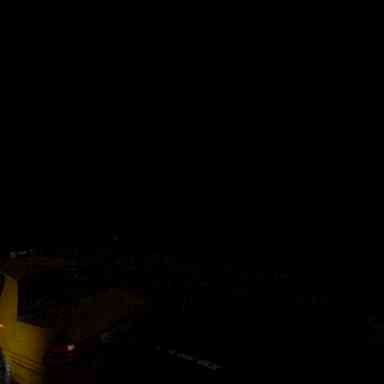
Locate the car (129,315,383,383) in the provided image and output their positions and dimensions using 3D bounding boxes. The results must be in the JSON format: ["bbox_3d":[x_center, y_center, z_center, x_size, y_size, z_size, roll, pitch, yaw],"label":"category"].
[{"bbox_3d":[1.990,1.551,1.672,4.403,1.369,2.008,0,1,35],"label":"car"}]

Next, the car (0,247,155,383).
[{"bbox_3d":[-2.697,1.524,5.012,4.829,1.417,1.752,0,1,35],"label":"car"}]
